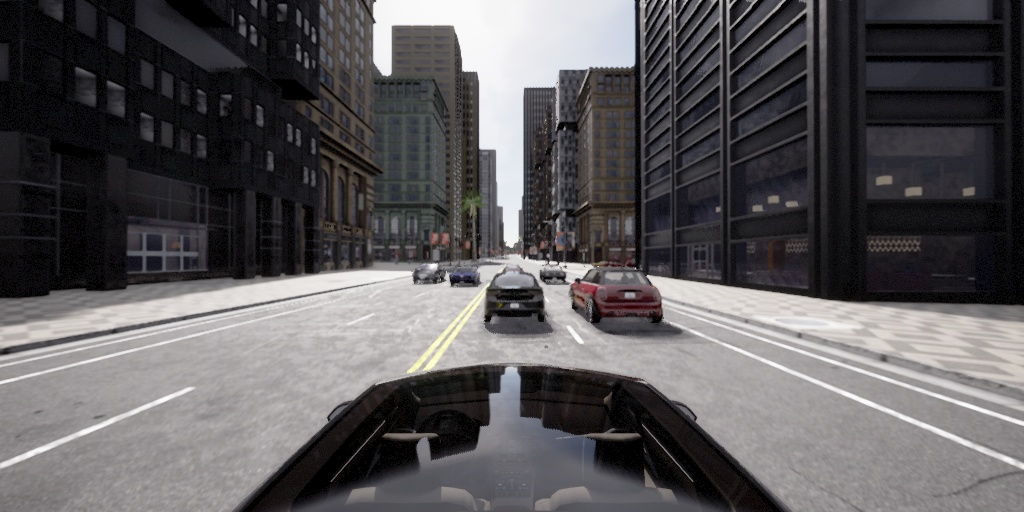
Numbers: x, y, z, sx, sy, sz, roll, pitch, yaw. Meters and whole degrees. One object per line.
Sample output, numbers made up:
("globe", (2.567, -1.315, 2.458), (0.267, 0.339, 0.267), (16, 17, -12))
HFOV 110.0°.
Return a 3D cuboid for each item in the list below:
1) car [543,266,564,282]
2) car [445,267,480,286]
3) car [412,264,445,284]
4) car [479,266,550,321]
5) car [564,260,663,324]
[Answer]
("car", (3.331, 1.482, 30.203), (1.895, 1.301, 4.718), (0, 0, 0))
("car", (-3.362, 1.465, 26.274), (1.895, 1.301, 4.718), (0, 0, 0))
("car", (-6.612, 1.367, 28.957), (2.128, 1.511, 4.902), (0, 0, 0))
("car", (0.080, 1.281, 12.783), (1.882, 1.535, 5.008), (0, 0, 0))
("car", (3.333, 1.153, 12.371), (2.097, 1.767, 4.553), (0, 0, -1))
